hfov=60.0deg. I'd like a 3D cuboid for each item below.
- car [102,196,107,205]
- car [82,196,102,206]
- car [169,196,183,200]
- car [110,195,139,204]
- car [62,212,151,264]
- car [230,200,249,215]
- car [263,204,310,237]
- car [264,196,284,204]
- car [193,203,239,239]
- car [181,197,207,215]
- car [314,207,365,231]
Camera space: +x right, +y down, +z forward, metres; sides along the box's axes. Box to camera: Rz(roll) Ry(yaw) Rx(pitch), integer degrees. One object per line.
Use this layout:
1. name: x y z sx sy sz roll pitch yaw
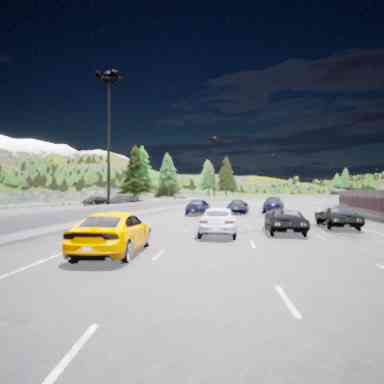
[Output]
1. car: -11.619 1.223 52.807 2.097 1.767 4.553 0 0 20
2. car: -15.374 1.365 52.618 1.837 1.490 4.892 0 0 19
3. car: -2.436 1.435 57.247 2.033 1.411 5.357 0 0 23
4. car: -9.405 1.388 48.544 1.837 1.490 4.892 0 1 19
5. car: -2.746 1.448 11.785 1.882 1.535 5.008 0 0 5
6. car: 4.712 1.515 34.016 1.994 1.385 4.181 0 0 14
7. car: 5.024 1.581 18.164 1.895 1.301 4.718 0 0 8
8. car: 8.675 1.311 35.266 2.097 1.767 4.553 0 0 15
9. car: 1.369 1.498 17.059 1.812 1.442 4.674 0 0 7
10. car: 0.624 1.468 32.122 1.812 1.442 4.674 0 0 13
11. car: 8.930 1.588 20.562 1.895 1.301 4.718 0 0 9
